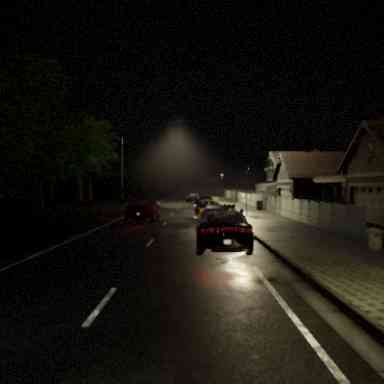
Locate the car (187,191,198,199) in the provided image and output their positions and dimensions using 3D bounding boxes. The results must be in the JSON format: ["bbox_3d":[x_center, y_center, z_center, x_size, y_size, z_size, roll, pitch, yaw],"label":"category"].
[{"bbox_3d":[0.156,0.513,65.367,2.033,1.411,5.357,0,1,0],"label":"car"}]

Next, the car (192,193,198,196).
[{"bbox_3d":[1.118,1.129,28.549,1.837,1.490,4.892,0,1,0],"label":"car"}]

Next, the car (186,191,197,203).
[{"bbox_3d":[0.126,0.847,48.586,1.994,1.385,4.181,0,1,1],"label":"car"}]

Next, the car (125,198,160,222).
[{"bbox_3d":[-3.347,1.181,23.189,1.882,1.535,5.008,0,1,0],"label":"car"}]

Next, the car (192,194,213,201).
[{"bbox_3d":[1.105,1.165,22.740,1.801,1.575,5.366,0,1,0],"label":"car"}]

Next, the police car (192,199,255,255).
[{"bbox_3d":[1.081,1.270,12.662,1.930,1.638,5.238,0,1,0],"label":"police car"}]
